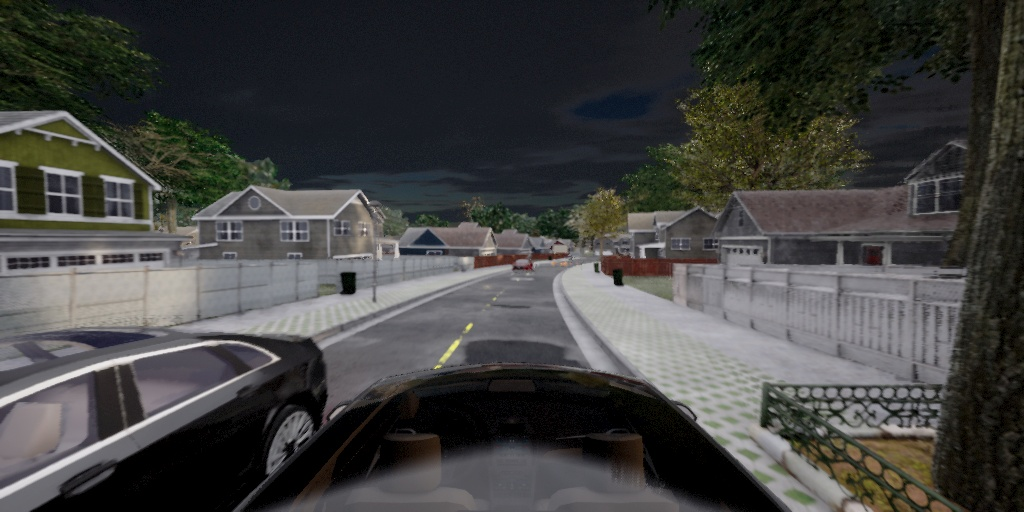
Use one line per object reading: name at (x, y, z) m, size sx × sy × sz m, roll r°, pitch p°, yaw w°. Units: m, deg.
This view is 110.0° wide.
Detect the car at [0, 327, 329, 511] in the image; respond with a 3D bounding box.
car at (-2.768, 1.234, 1.651) m, size 2.128 × 1.511 × 4.902 m, roll 0°, pitch 0°, yaw 0°

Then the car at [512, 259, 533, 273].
car at (1.268, 1.043, 41.176) m, size 1.882 × 1.535 × 5.008 m, roll 1°, pitch 0°, yaw 12°

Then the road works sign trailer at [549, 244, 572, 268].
road works sign trailer at (7.471, -0.053, 55.352) m, size 2.380 × 3.560 × 2.880 m, roll 0°, pitch 0°, yaw 19°
